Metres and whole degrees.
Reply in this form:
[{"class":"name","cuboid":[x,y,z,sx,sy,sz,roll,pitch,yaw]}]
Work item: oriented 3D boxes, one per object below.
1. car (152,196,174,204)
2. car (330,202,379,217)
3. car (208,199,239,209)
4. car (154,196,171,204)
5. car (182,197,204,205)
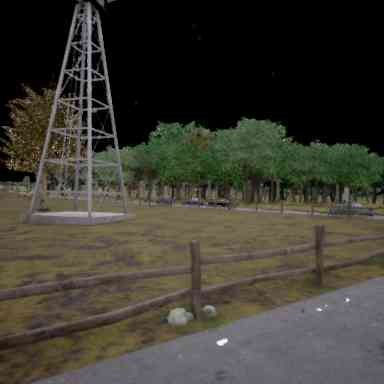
[{"class":"car","cuboid":[-5.875,1.623,66.238,2.128,1.511,4.902,2,-1,-36]},{"class":"car","cuboid":[15.351,1.647,31.660,1.994,1.385,4.181,2,-1,-36]},{"class":"car","cuboid":[4.444,1.675,46.917,1.895,1.301,4.718,2,-1,-35]},{"class":"car","cuboid":[-4.712,1.246,59.900,2.128,1.511,4.902,2,-1,-36]},{"class":"car","cuboid":[0.169,1.677,57.871,1.812,1.442,4.674,2,-1,-35]}]
